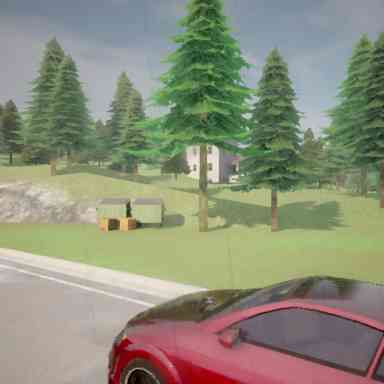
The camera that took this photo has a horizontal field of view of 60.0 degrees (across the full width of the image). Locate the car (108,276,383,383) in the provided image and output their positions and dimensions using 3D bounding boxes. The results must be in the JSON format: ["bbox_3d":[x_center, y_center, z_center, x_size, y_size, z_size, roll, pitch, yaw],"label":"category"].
[{"bbox_3d":[1.144,1.563,3.177,4.181,1.385,1.994,0,0,35],"label":"car"}]
